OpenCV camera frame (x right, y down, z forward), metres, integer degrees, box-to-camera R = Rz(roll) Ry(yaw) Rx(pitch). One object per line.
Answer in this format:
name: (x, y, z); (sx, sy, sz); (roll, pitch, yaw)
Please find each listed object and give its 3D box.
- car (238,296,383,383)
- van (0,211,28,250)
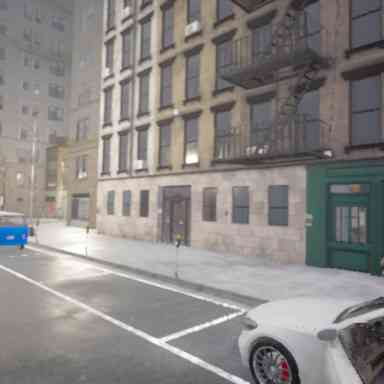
car: (2.673, 1.755, 3.509); (1.812, 1.442, 4.674); (4, -4, -45)
van: (-9.480, 1.863, 16.347); (1.690, 1.788, 3.998); (4, -3, -45)
